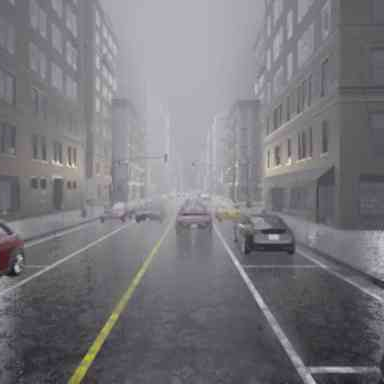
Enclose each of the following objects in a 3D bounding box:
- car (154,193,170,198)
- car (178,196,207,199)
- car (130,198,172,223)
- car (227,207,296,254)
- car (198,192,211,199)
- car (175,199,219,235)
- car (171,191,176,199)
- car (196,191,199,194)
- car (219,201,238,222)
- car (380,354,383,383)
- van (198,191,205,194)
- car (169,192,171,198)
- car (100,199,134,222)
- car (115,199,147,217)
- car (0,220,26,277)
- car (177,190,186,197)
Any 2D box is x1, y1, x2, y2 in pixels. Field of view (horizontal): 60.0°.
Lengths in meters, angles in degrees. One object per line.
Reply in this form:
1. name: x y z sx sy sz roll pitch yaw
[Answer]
1. car: -5.378 1.180 56.732 2.008 1.369 4.403 0 0 0
2. car: -0.037 1.354 32.502 1.994 1.385 4.181 0 0 -5
3. car: -2.830 1.393 24.081 2.033 1.411 5.357 0 0 0
4. car: 2.640 1.483 12.813 1.947 1.339 4.313 0 0 0
5. car: 2.653 1.144 62.138 2.008 1.369 4.403 0 0 0
6. car: 0.103 1.375 17.995 2.128 1.511 4.902 0 0 0
7. car: -5.393 0.926 78.356 1.967 1.590 4.097 0 0 0
8. car: 2.663 0.765 83.761 2.192 1.841 5.009 0 0 0
9. car: 2.643 1.368 24.345 1.752 1.417 4.829 0 0 0
10. car: 2.638 1.541 1.450 2.008 1.369 4.403 0 0 0
11. van: 2.655 0.898 67.542 1.690 1.788 3.998 0 0 0
12. car: -5.382 1.120 61.968 1.752 1.417 4.829 0 0 0
13. car: -5.383 1.426 24.176 1.802 1.307 4.206 0 0 0
14. car: -5.381 1.358 29.857 2.008 1.369 4.403 0 0 0
15. car: -5.386 1.394 7.130 1.967 1.590 4.097 0 0 0
16. car: -2.732 0.915 88.223 2.128 1.511 4.902 0 0 0
